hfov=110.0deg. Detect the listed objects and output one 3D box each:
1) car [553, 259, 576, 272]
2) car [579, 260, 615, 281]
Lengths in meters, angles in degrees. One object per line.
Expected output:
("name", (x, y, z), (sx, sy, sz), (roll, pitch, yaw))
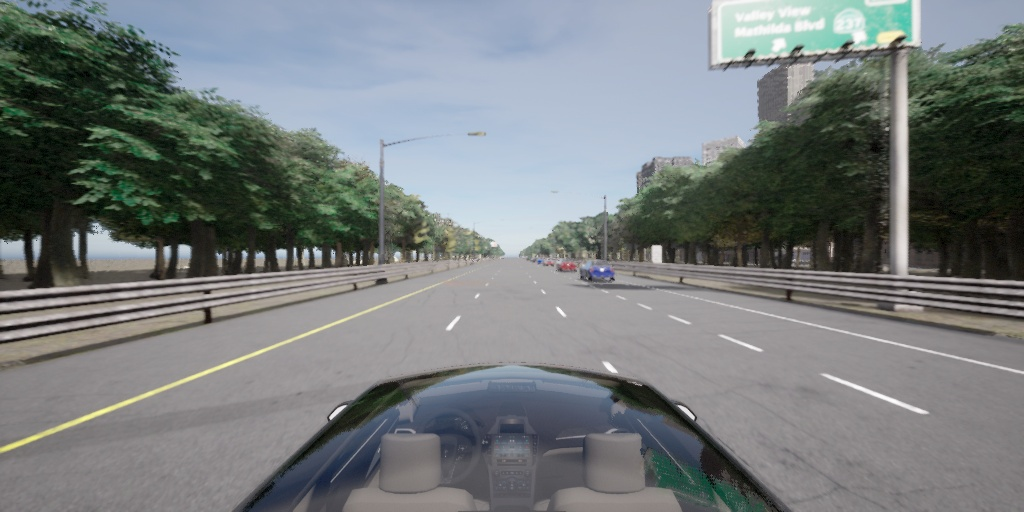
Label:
("car", (7.013, 1.120, 46.930), (2.097, 1.767, 4.553), (0, 0, 0))
("car", (7.009, 1.113, 30.015), (2.097, 1.767, 4.553), (0, 0, 0))
